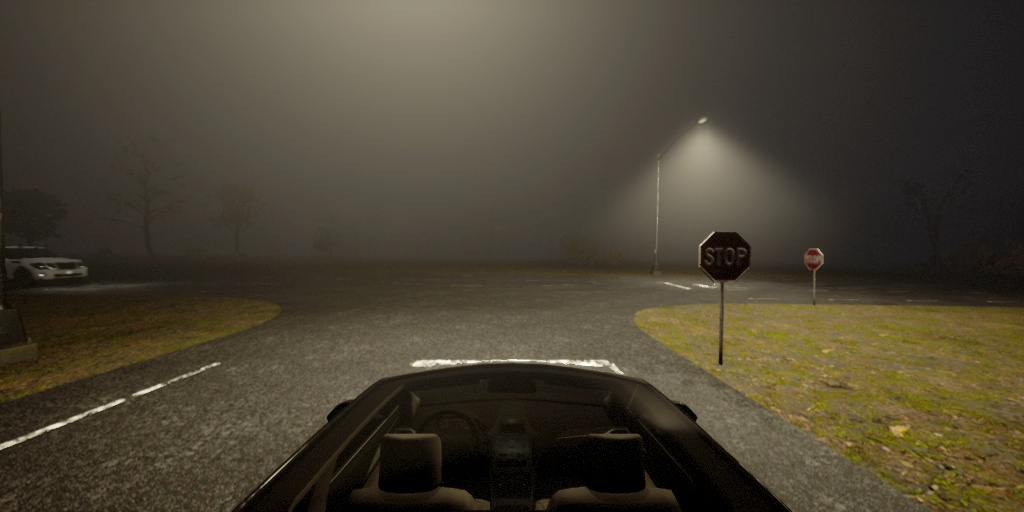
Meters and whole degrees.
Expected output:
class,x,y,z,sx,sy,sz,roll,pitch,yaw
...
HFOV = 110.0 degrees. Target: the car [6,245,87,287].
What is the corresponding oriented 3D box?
class,x,y,z,sx,sy,sz,roll,pitch,yaw
car,-25.660,0.459,18.557,5.566,2.045,2.150,1,2,0
